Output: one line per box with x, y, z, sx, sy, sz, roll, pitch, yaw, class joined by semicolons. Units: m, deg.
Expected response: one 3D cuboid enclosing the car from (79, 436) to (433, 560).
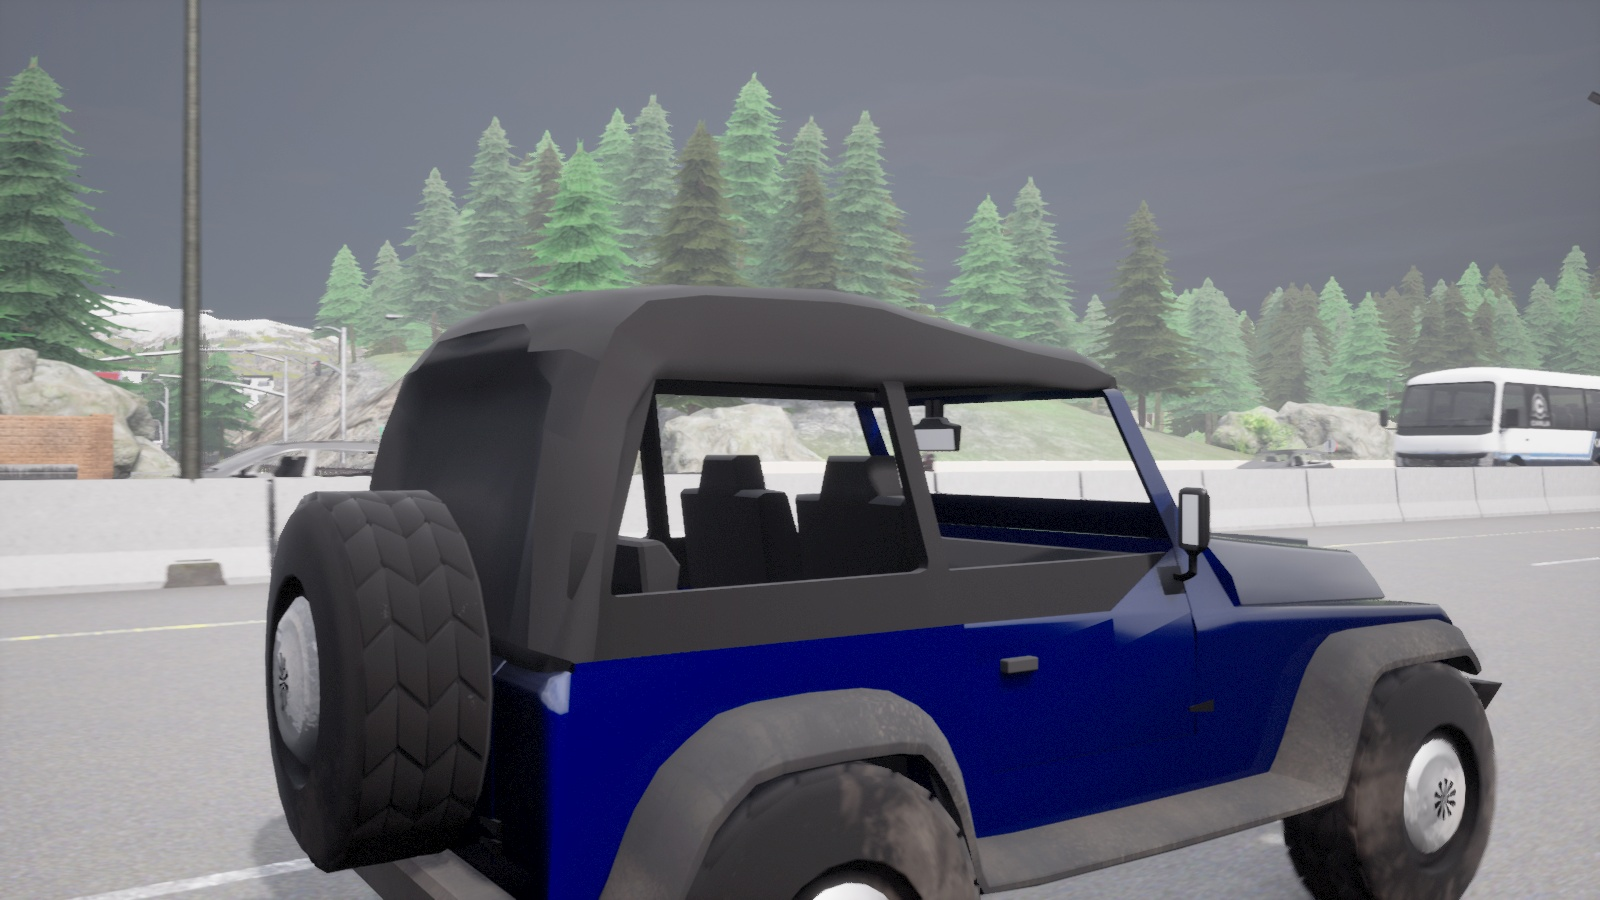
-8.271;0.654;19.224;4.611;1.667;2.242;0;0;-35;car

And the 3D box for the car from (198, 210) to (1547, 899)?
0.398;0.550;3.937;3.866;1.878;1.905;0;0;-35;car

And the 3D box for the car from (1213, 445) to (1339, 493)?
17.364;0.666;45.741;4.611;1.667;2.242;0;-1;-38;car

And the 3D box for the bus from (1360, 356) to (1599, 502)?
23.058;-0.580;41.034;10.273;4.253;3.944;0;0;-35;bus
